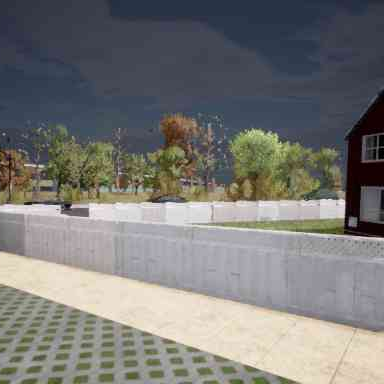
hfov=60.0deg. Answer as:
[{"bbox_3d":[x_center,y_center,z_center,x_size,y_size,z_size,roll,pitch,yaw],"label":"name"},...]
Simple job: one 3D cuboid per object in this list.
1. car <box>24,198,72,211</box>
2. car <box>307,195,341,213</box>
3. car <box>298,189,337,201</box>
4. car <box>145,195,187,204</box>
[{"bbox_3d":[-14.983,1.260,34.645,4.718,1.301,1.895,0,2,-18],"label":"car"},{"bbox_3d":[14.604,1.341,34.056,4.674,1.442,1.812,0,2,-18],"label":"car"},{"bbox_3d":[17.218,0.682,45.317,5.566,2.045,2.150,0,2,-18],"label":"car"},{"bbox_3d":[-3.058,1.074,38.629,4.892,1.490,1.837,0,2,-19],"label":"car"}]
